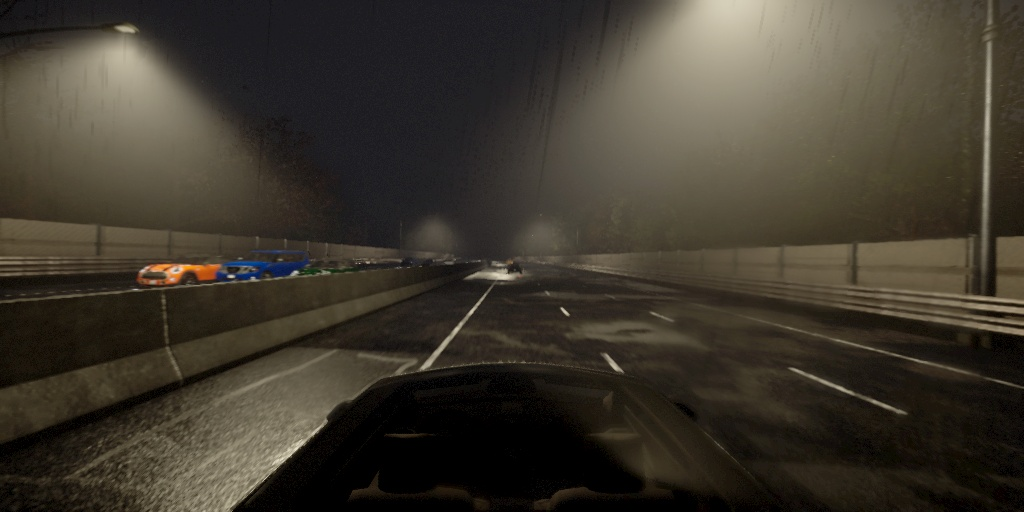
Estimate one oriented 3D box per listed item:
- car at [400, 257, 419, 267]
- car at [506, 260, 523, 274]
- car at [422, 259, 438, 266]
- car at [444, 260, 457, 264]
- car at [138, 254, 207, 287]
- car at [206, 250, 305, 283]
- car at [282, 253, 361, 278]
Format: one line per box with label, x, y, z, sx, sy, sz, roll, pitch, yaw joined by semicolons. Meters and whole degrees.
car;-17.364;0.963;60.942;2.097;1.767;4.553;2;0;0
car;0.365;1.601;47.507;1.812;1.442;4.674;2;-1;0
car;-13.866;1.217;60.950;1.837;1.490;4.892;2;0;0
car;-10.370;1.350;61.021;1.812;1.442;4.674;2;0;0
car;-17.229;0.692;19.476;2.097;1.767;4.553;2;0;1
car;-13.714;0.677;20.319;2.150;2.045;5.566;2;-1;1
car;-10.224;0.911;20.082;2.097;1.767;4.553;2;0;1
